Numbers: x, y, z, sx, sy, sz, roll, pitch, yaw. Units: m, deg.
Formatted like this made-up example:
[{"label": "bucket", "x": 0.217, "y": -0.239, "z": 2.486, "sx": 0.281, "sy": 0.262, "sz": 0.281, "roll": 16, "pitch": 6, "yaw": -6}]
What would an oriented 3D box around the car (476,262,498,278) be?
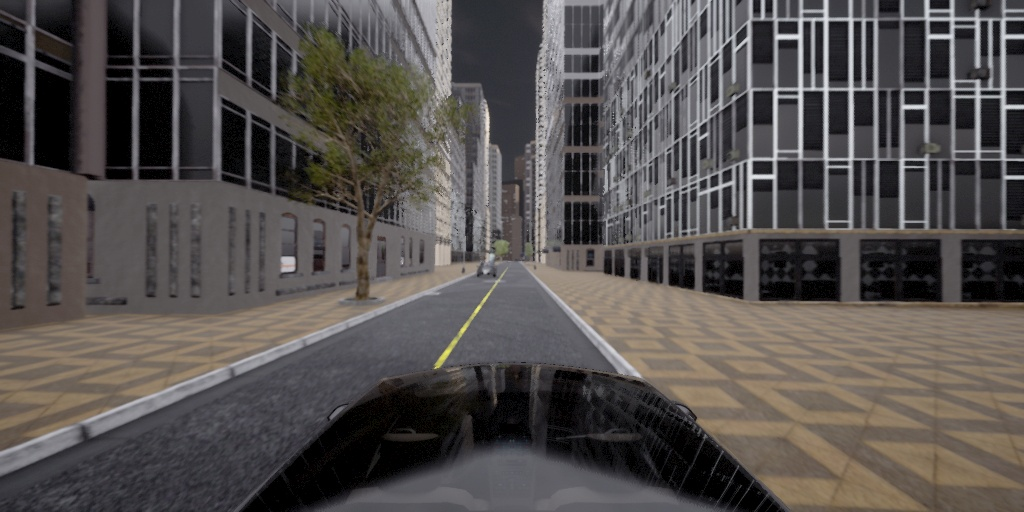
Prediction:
[{"label": "car", "x": -2.466, "y": 1.327, "z": 36.077, "sx": 2.128, "sy": 1.511, "sz": 4.902, "roll": 0, "pitch": 0, "yaw": 1}]
